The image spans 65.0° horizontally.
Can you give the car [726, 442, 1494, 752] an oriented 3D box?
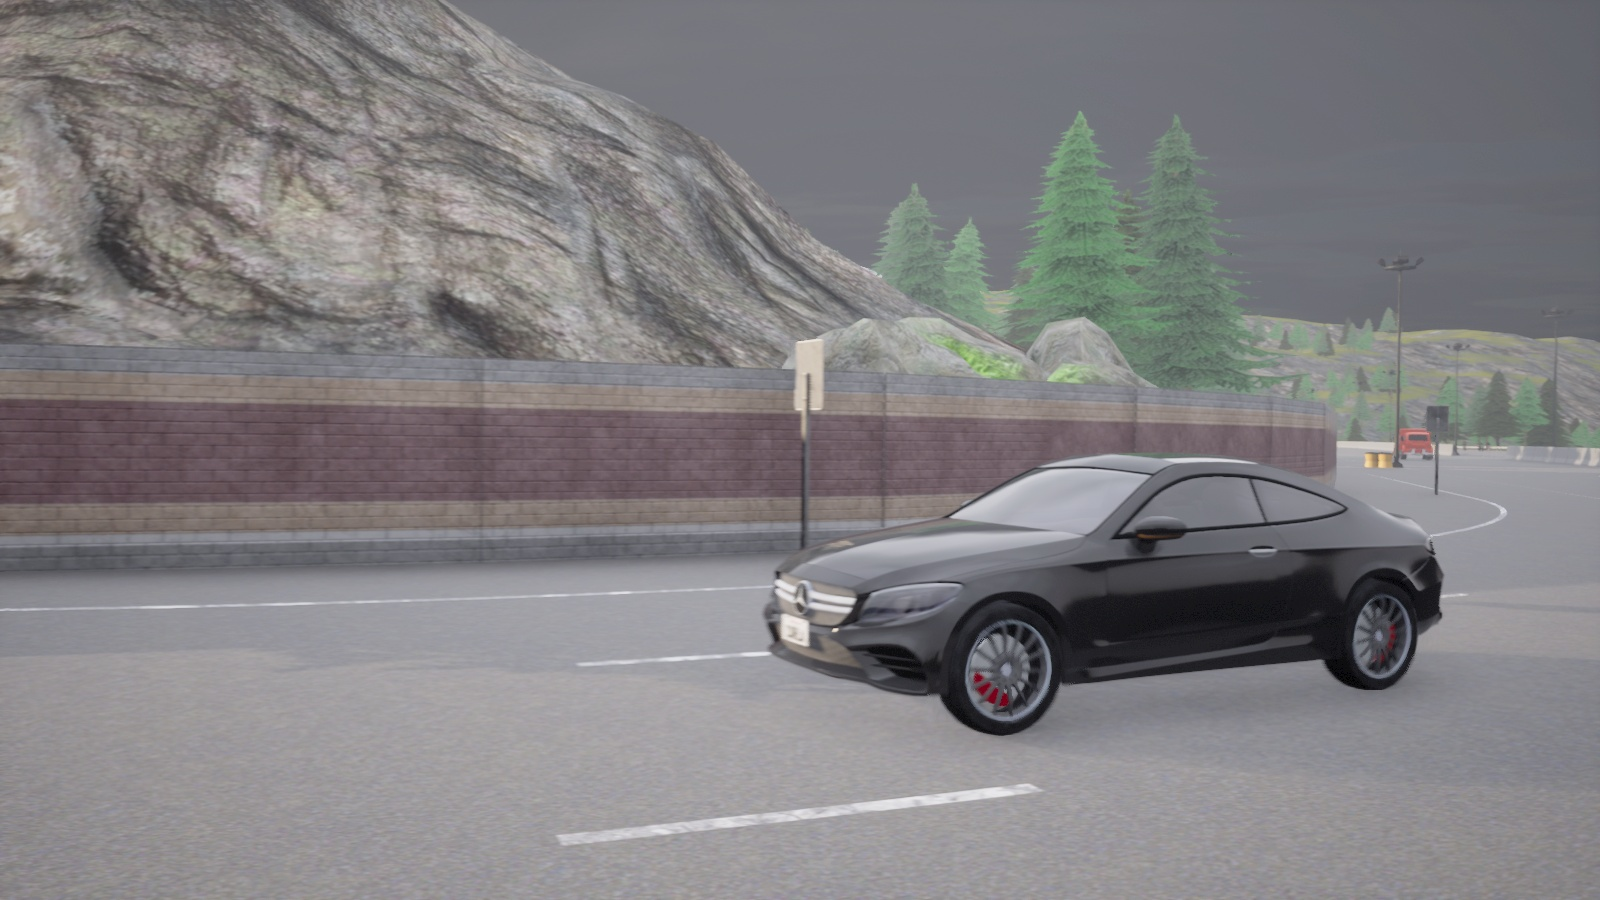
[{"bbox_3d":[2.047,0.701,7.941,4.674,1.442,1.812,-1,1,-27],"label":"car"}]
